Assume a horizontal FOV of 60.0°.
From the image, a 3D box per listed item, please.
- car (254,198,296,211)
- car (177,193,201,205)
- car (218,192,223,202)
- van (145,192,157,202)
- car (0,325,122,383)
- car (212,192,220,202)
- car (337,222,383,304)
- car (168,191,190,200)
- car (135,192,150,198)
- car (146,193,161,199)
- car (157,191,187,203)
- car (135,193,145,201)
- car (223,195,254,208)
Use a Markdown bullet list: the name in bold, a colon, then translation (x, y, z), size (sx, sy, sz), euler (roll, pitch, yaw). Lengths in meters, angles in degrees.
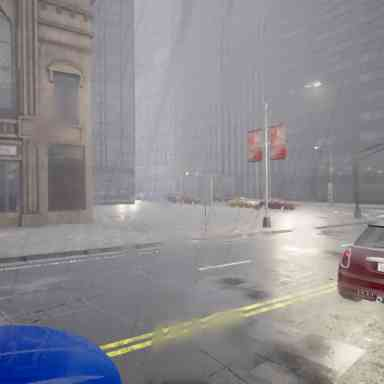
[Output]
- **car**: translation (9.755, 1.400, 38.161), size (1.887, 1.381, 4.507), euler (0, 1, -35)
- **car**: translation (0.006, 1.258, 51.935), size (1.887, 1.381, 4.507), euler (0, 1, -35)
- **car**: translation (6.966, 1.177, 56.858), size (1.947, 1.339, 4.313), euler (0, 1, -35)
- **van**: translation (-6.492, 0.952, 61.116), size (1.690, 1.788, 3.998), euler (0, 1, -35)
- **car**: translation (-2.759, 1.478, 1.496), size (5.008, 1.535, 1.882), euler (0, 0, -35)
- **car**: translation (3.717, 0.876, 61.447), size (2.192, 1.841, 5.009), euler (0, 1, -35)
- **car**: translation (5.137, 1.350, 7.023), size (4.553, 1.767, 2.097), euler (0, 0, -35)
- **car**: translation (-2.781, 0.770, 70.628), size (2.192, 1.841, 5.009), euler (0, 1, -35)
- **car**: translation (-12.530, 0.830, 84.403), size (1.887, 1.381, 4.507), euler (0, 1, -35)
- **car**: translation (-9.280, 0.925, 79.813), size (1.802, 1.307, 4.206), euler (0, 1, -35)
- **car**: translation (-3.243, 0.978, 56.524), size (2.192, 1.841, 5.009), euler (0, 1, -35)
- **car**: translation (-9.743, 1.108, 65.708), size (2.008, 1.369, 4.403), euler (0, 1, -35)
- **car**: translation (6.603, 1.336, 42.614), size (1.752, 1.417, 4.829), euler (0, 1, -35)
